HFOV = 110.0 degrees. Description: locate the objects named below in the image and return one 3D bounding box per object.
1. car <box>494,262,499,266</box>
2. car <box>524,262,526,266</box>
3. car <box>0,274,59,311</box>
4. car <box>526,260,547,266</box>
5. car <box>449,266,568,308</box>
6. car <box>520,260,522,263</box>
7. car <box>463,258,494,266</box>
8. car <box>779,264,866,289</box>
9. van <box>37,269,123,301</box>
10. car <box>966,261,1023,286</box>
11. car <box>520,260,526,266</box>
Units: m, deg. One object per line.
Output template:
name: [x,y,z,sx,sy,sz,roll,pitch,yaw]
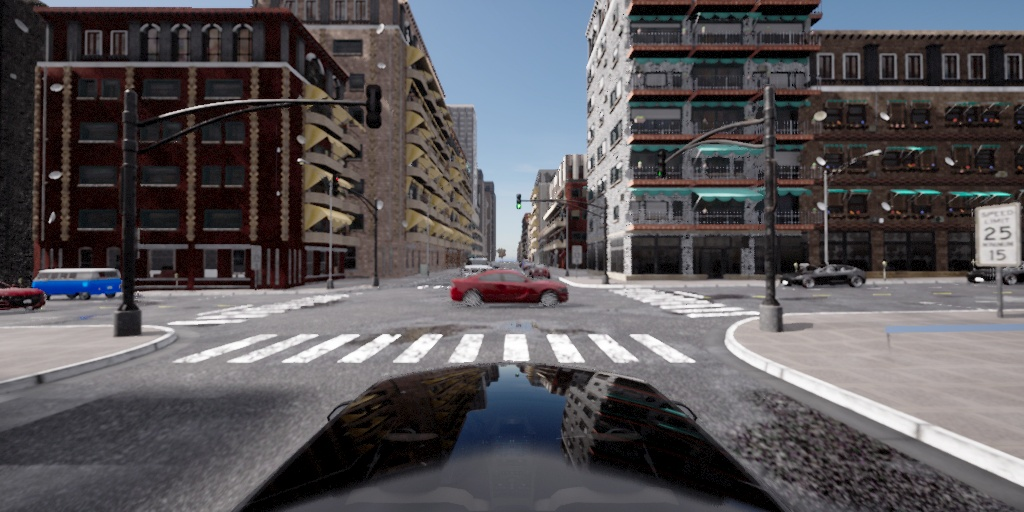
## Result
car: [-3.069,1.571,42.769,2.128,1.511,4.902,0,-1,0]
car: [2.716,1.615,41.118,2.007,1.370,4.403,0,0,0]
car: [-22.966,1.688,15.148,5.008,1.535,1.882,-1,-1,0]
car: [2.713,1.460,35.584,1.967,1.591,4.097,0,0,0]
car: [-0.127,1.337,15.243,5.008,1.535,1.882,0,0,0]
car: [2.732,1.828,63.254,1.802,1.307,4.207,0,0,0]
car: [-3.078,1.217,32.500,2.150,2.045,5.566,0,0,0]
car: [18.282,1.164,21.137,4.313,1.339,1.948,0,0,0]
van: [-25.355,1.650,20.955,3.998,1.789,1.690,0,0,0]
car: [29.608,0.981,21.059,4.313,1.339,1.948,0,0,0]
car: [2.728,1.782,57.721,1.802,1.307,4.207,0,0,0]
